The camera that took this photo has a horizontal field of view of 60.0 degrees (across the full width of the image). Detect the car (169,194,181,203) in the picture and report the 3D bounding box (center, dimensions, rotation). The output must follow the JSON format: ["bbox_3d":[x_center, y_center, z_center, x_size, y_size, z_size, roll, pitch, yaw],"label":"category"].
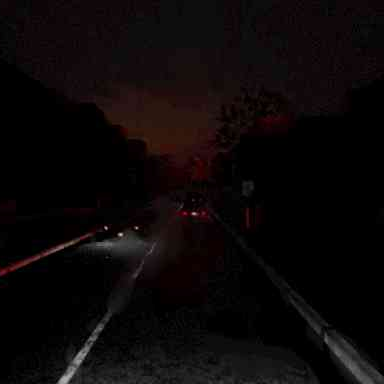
[{"bbox_3d":[-2.960,1.122,57.197,1.837,1.490,4.892,0,1,1],"label":"car"}]

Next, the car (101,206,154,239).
[{"bbox_3d":[-3.079,1.451,17.050,2.033,1.411,5.357,0,0,0],"label":"car"}]

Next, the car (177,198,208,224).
[{"bbox_3d":[0.133,1.415,23.411,2.033,1.411,5.357,0,0,0],"label":"car"}]

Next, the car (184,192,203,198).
[{"bbox_3d":[0.165,0.996,40.430,2.150,2.045,5.566,0,1,0],"label":"car"}]
